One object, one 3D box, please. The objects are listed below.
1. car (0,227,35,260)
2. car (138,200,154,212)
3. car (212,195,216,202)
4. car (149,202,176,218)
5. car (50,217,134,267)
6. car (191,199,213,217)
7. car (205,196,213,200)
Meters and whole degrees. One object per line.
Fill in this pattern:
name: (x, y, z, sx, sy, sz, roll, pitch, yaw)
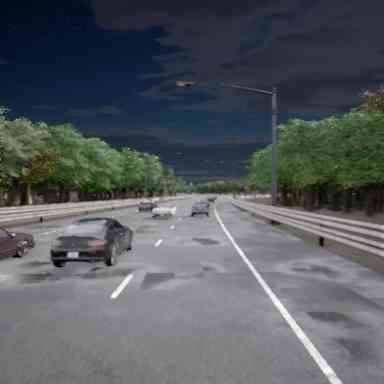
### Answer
car: (-6.850, 1.620, 10.041, 2.033, 1.411, 5.357, 0, 0, 1)
car: (-5.647, 1.787, 42.930, 2.128, 1.511, 4.902, 0, 0, 3)
car: (4.333, 2.019, 84.447, 1.837, 1.490, 4.892, 0, 0, 6)
car: (-2.637, 1.836, 32.777, 1.895, 1.301, 4.718, 0, 0, 2)
car: (-3.282, 1.613, 11.624, 1.812, 1.442, 4.674, 0, 0, 1)
car: (0.880, 1.800, 34.956, 2.033, 1.411, 5.357, 0, 0, 3)
car: (2.229, 1.943, 58.704, 2.033, 1.411, 5.357, 0, 0, 4)
